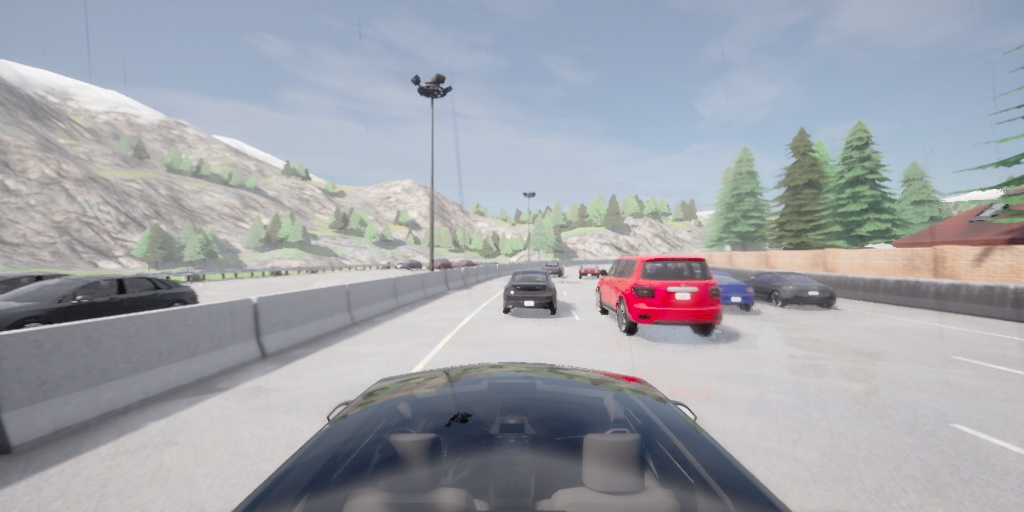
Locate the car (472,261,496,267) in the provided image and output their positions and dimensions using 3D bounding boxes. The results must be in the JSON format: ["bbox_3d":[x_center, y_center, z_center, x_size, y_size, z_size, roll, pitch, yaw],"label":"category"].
[{"bbox_3d":[-3.361,1.382,48.947,1.895,1.301,4.718,0,0,17],"label":"car"}]

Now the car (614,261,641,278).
[{"bbox_3d":[11.292,1.299,35.376,2.128,1.511,4.902,0,0,13],"label":"car"}]

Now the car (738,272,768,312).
[{"bbox_3d":[7.803,1.307,14.442,1.812,1.442,4.674,0,0,5],"label":"car"}]

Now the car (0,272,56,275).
[{"bbox_3d":[-13.771,1.225,9.719,1.837,1.490,4.892,0,0,3],"label":"car"}]

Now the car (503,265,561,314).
[{"bbox_3d":[0.734,1.267,13.839,1.837,1.490,4.892,0,0,4],"label":"car"}]

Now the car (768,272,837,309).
[{"bbox_3d":[11.420,1.355,15.330,1.994,1.385,4.181,0,0,6],"label":"car"}]

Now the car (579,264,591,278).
[{"bbox_3d":[7.324,1.397,33.869,1.895,1.301,4.718,0,0,12],"label":"car"}]

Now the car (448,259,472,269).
[{"bbox_3d":[-6.613,1.251,50.160,1.882,1.535,5.008,0,0,17],"label":"car"}]

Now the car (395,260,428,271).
[{"bbox_3d":[-14.154,1.243,49.325,2.128,1.511,4.902,0,0,16],"label":"car"}]

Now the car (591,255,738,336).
[{"bbox_3d":[3.974,0.989,10.655,2.150,2.045,5.566,0,0,4],"label":"car"}]

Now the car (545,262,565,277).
[{"bbox_3d":[4.101,1.280,35.341,2.128,1.511,4.902,0,0,13],"label":"car"}]

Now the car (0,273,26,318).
[{"bbox_3d":[-17.327,1.258,9.310,2.033,1.411,5.357,0,0,3],"label":"car"}]

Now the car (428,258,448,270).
[{"bbox_3d":[-10.177,1.115,50.400,2.097,1.767,4.553,0,0,17],"label":"car"}]

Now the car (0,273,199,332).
[{"bbox_3d":[-10.329,1.233,8.625,1.837,1.490,4.892,0,0,3],"label":"car"}]
